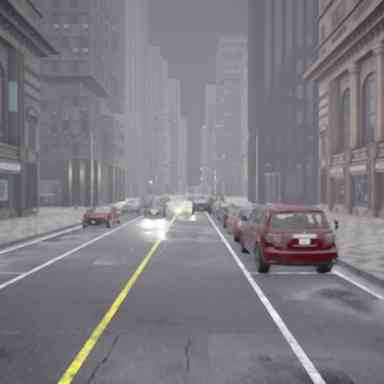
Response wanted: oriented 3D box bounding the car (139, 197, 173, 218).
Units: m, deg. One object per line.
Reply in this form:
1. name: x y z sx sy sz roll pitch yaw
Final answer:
1. car: -3.099 1.443 29.620 2.128 1.511 4.902 0 0 0

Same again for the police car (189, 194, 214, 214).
1. police car: 0.899 1.370 34.242 1.930 1.638 5.238 0 0 0

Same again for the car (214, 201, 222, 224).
1. car: 2.759 1.530 21.732 1.947 1.339 4.313 0 0 0

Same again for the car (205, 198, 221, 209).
1. car: 2.758 1.511 44.139 1.802 1.307 4.206 0 0 0

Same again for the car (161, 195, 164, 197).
1. car: -5.767 1.486 49.737 1.947 1.339 4.313 0 0 0

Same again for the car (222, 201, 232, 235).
1. car: 2.759 1.414 16.130 1.967 1.590 4.097 0 0 0

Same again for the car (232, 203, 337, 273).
1. car: 2.759 1.297 10.528 2.192 1.841 5.009 0 0 0

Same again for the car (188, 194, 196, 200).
1. car: -0.003 1.182 85.290 1.837 1.490 4.892 0 0 0

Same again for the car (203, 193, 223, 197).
1. car: 2.757 1.253 38.537 2.192 1.841 5.009 0 0 0

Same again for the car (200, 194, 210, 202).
1. car: 2.756 1.327 72.147 1.967 1.590 4.097 0 0 0

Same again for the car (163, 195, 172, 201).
1. car: -5.769 1.404 77.578 1.752 1.417 4.829 0 0 0

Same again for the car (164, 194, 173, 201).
1. car: -5.769 1.310 83.350 1.967 1.590 4.097 0 0 0

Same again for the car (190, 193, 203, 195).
1. car: 0.879 1.376 50.323 1.801 1.575 5.366 0 0 0

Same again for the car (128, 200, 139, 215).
1. car: -5.767 1.497 32.930 2.008 1.369 4.403 0 0 0

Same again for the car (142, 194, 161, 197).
1. car: -5.768 1.244 44.135 2.192 1.841 5.009 0 0 0

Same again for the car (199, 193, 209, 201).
1. car: 2.756 1.193 77.749 2.192 1.841 5.009 0 0 0

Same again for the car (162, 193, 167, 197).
1. car: -5.768 1.352 55.339 1.967 1.590 4.097 0 0 0

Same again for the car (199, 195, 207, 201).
1. car: 2.756 1.421 83.351 2.008 1.369 4.403 0 0 0

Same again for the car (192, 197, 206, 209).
1. car: 0.898 1.434 44.132 1.837 1.490 4.892 0 0 0

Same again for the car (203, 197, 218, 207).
1. car: 2.758 1.486 49.741 1.947 1.339 4.313 0 0 0

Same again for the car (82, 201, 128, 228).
1. car: -5.766 1.509 21.726 1.887 1.381 4.507 0 0 0

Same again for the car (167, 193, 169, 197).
1. car: -5.769 1.202 72.145 2.192 1.841 5.009 0 0 0

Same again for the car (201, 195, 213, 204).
1. car: 2.757 1.343 60.944 1.967 1.590 4.097 0 0 0

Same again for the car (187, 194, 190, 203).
1. car: -0.002 1.479 68.533 1.895 1.301 4.718 0 0 0

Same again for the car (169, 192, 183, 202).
1. car: -3.003 1.045 70.095 2.150 2.045 5.566 0 0 0

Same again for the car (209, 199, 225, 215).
1. car: 2.759 1.506 27.334 2.008 1.369 4.403 0 0 0

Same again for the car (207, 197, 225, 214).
1. car: 2.758 1.472 33.105 1.752 1.417 4.829 0 0 0

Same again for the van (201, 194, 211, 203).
1. van: 2.756 1.236 66.546 1.690 1.788 3.998 0 0 0
